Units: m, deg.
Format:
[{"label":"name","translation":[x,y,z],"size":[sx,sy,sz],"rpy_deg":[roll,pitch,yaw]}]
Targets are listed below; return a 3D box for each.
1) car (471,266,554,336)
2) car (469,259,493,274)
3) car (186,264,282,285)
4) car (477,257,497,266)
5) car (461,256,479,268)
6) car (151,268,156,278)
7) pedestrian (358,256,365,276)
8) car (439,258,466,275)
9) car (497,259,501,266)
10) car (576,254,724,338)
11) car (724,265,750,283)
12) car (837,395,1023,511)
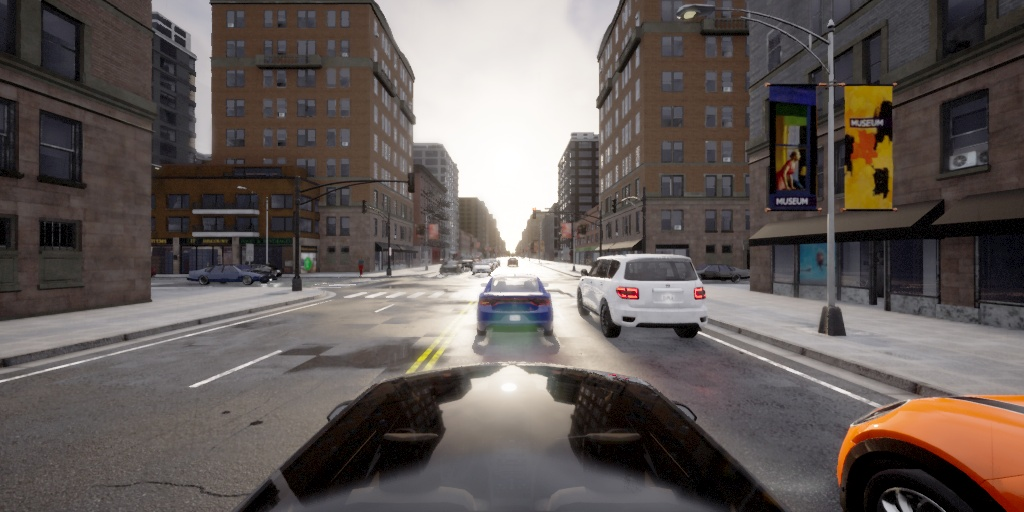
[{"label":"car","translation":[0.083,1.228,10.467],"size":[1.882,1.535,5.008],"rpy_deg":[0,0,0]},{"label":"car","translation":[-3.132,1.276,36.835],"size":[1.812,1.442,4.674],"rpy_deg":[0,0,-4]},{"label":"car","translation":[-19.642,1.291,25.257],"size":[5.357,1.411,2.033],"rpy_deg":[0,0,0]},{"label":"car","translation":[-3.337,1.273,47.684],"size":[1.812,1.442,4.674],"rpy_deg":[0,0,0]},{"label":"car","translation":[-6.583,0.970,52.455],"size":[2.150,2.045,5.566],"rpy_deg":[0,0,0]},{"label":"car","translation":[-33.140,1.343,30.816],"size":[4.207,1.307,1.802],"rpy_deg":[0,0,0]},{"label":"pedestrian","translation":[-14.134,0.919,33.590],"size":[0.375,1.860,0.375],"rpy_deg":[0,0,0]},{"label":"car","translation":[-6.589,1.227,38.953],"size":[1.882,1.535,5.008],"rpy_deg":[0,0,0]},{"label":"car","translation":[-3.318,1.270,59.703],"size":[1.812,1.442,4.674],"rpy_deg":[0,0,0]},{"label":"car","translation":[3.334,0.972,10.328],"size":[2.150,2.045,5.566],"rpy_deg":[0,0,0]},{"label":"car","translation":[15.848,1.338,28.364],"size":[5.357,1.411,2.033],"rpy_deg":[0,0,0]},{"label":"car","translation":[3.344,1.102,0.618],"size":[2.097,1.767,4.553],"rpy_deg":[0,0,0]}]
